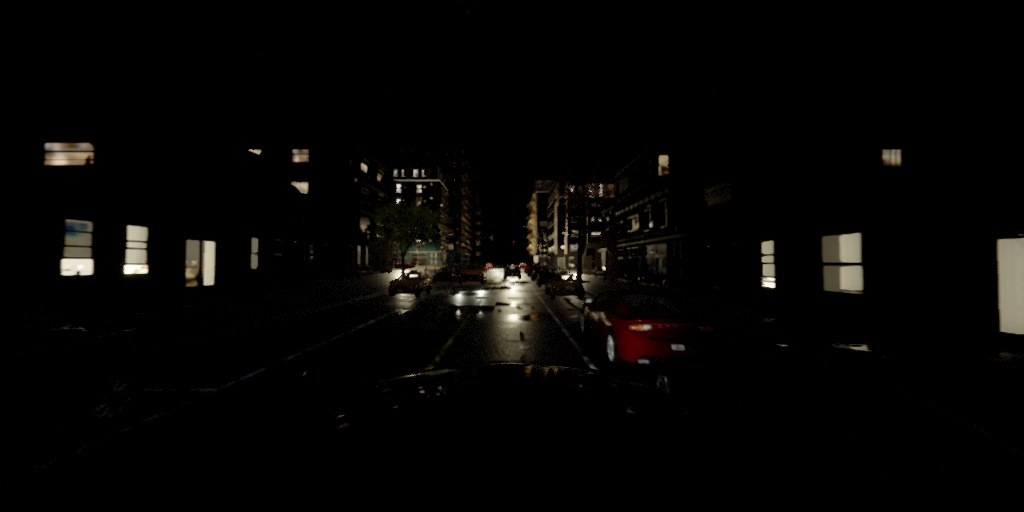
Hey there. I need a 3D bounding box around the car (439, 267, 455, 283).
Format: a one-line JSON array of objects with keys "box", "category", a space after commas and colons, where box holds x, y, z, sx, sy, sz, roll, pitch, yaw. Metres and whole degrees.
[{"box": [-5.856, 1.687, 32.114, 2.007, 1.370, 4.403, 0, 0, 0], "category": "car"}]

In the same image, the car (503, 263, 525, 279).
[{"box": [0.044, 1.733, 40.114, 2.128, 1.511, 4.902, 0, -1, 0], "category": "car"}]

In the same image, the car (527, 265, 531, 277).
[{"box": [2.772, 1.740, 35.044, 1.948, 1.339, 4.313, 0, 0, 0], "category": "car"}]

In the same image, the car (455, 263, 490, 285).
[{"box": [-3.039, 1.374, 28.505, 1.882, 1.535, 5.008, 0, -1, 0], "category": "car"}]

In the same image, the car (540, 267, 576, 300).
[{"box": [2.726, 1.495, 19.279, 1.751, 1.417, 4.829, 0, 0, 0], "category": "car"}]

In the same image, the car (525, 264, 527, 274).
[{"box": [2.760, 1.873, 44.044, 1.802, 1.307, 4.207, 0, 0, 0], "category": "car"}]

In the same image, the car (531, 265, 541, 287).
[{"box": [2.755, 1.627, 27.500, 2.007, 1.370, 4.403, 0, 0, 0], "category": "car"}]

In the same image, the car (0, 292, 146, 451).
[{"box": [-5.690, 1.204, 2.807, 1.967, 1.591, 4.097, 0, 0, 0], "category": "car"}]

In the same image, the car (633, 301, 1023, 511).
[{"box": [2.690, 1.330, 2.817, 1.948, 1.339, 4.313, 0, 0, 0], "category": "car"}]

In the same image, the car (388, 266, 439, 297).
[{"box": [-5.786, 1.520, 20.879, 1.751, 1.417, 4.829, 0, 0, 0], "category": "car"}]

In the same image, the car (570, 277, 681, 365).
[{"box": [2.690, 1.375, 8.044, 1.888, 1.381, 4.507, 0, 0, 0], "category": "car"}]
